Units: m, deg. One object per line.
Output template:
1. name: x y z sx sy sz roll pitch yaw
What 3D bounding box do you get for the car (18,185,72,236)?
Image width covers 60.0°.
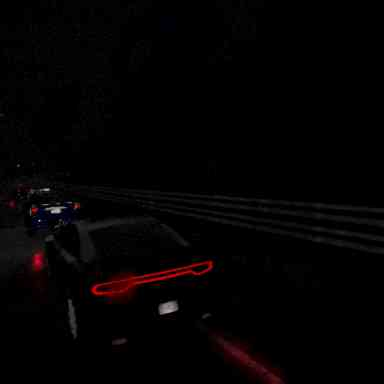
1. car: -6.270 0.696 14.735 2.097 1.767 4.553 -5 4 -28

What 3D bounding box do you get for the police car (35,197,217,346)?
1. police car: -1.545 1.079 6.176 1.930 1.638 5.238 -5 4 -29

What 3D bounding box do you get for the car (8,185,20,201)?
1. car: -19.436 0.046 37.318 1.882 1.535 5.008 -5 4 -27

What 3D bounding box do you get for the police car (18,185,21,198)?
1. police car: -9.171 0.575 20.094 1.930 1.638 5.238 -5 4 -28

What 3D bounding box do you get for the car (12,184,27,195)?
1. car: -25.914 -0.384 49.932 1.812 1.442 4.674 -5 4 -26
